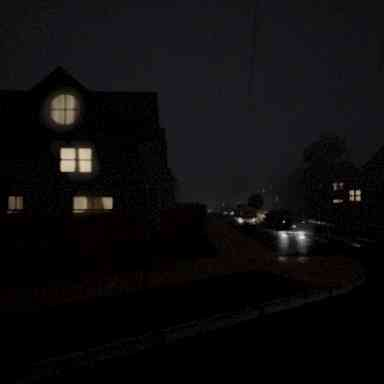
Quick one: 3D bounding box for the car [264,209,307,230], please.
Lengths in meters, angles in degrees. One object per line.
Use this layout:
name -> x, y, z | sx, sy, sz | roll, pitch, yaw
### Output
car -> 6.660, 1.931, 24.404 | 2.033, 1.411, 5.357 | 1, -1, -1

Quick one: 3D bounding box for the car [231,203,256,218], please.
car -> 6.437, 2.125, 40.192 | 2.097, 1.767, 4.553 | 1, -1, -1

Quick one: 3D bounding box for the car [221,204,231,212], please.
car -> 6.248, 2.781, 58.593 | 2.033, 1.411, 5.357 | 0, -1, -1
